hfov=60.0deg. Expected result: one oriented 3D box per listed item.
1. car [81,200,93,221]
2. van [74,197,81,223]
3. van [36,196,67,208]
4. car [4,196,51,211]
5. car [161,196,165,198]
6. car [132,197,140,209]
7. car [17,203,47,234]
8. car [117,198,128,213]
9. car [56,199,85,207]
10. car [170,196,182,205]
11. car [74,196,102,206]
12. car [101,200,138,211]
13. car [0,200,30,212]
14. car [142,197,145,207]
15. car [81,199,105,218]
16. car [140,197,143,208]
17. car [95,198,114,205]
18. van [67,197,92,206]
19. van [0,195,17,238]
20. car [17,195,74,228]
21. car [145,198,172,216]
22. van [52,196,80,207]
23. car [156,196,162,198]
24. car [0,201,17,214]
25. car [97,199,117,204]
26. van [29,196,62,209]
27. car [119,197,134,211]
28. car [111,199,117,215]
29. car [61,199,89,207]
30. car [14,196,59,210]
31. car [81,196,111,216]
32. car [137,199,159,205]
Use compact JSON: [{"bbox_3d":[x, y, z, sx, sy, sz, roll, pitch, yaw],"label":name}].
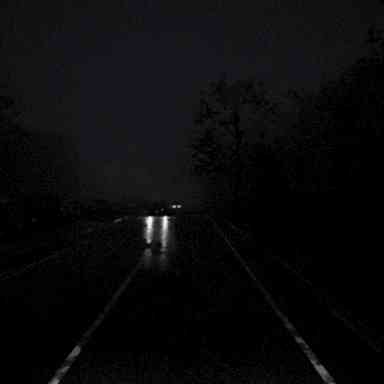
[{"bbox_3d":[-10.316,1.568,25.121,4.674,1.452,2.002,0,-1,0],"label":"car"},{"bbox_3d":[-10.198,1.264,22.349,4.442,1.987,1.878,0,-1,0],"label":"van"},{"bbox_3d":[-23.497,1.716,55.738,4.442,1.987,1.878,0,-1,0],"label":"van"},{"bbox_3d":[-23.356,1.578,47.429,5.566,2.045,2.435,0,-1,0],"label":"car"},{"bbox_3d":[-10.317,2.224,83.409,5.566,2.045,2.435,0,-1,0],"label":"car"},{"bbox_3d":[-10.120,1.788,44.553,5.366,1.575,1.946,0,-1,0],"label":"car"},{"bbox_3d":[-10.347,1.474,16.819,4.792,1.488,2.163,0,0,0],"label":"car"},{"bbox_3d":[-10.124,1.675,36.225,5.366,1.575,1.946,0,-1,0],"label":"car"},{"bbox_3d":[-23.406,2.093,64.041,4.792,1.488,2.163,0,-1,0],"label":"car"},{"bbox_3d":[-3.396,2.204,75.453,2.128,1.511,4.902,0,-1,0],"label":"car"},{"bbox_3d":[-23.401,2.039,75.119,5.566,2.045,2.435,0,-1,0],"label":"car"},{"bbox_3d":[-10.275,1.858,47.329,4.792,1.488,2.163,0,-1,0],"label":"car"},{"bbox_3d":[-23.381,1.754,41.885,5.008,1.535,2.097,0,-1,0],"label":"car"},{"bbox_3d":[-10.273,1.934,52.880,4.792,1.488,2.163,0,-1,0],"label":"car"},{"bbox_3d":[-10.307,1.565,27.897,5.008,1.535,2.097,0,-1,0],"label":"car"},{"bbox_3d":[-10.274,1.896,50.105,4.792,1.488,2.163,0,-1,0],"label":"car"},{"bbox_3d":[-23.398,2.470,88.838,4.553,1.767,2.185,0,-1,0],"label":"car"},{"bbox_3d":[-23.491,1.941,69.456,4.442,1.987,1.878,0,-1,0],"label":"van"},{"bbox_3d":[-10.202,1.225,14.036,4.442,1.987,1.878,0,0,0],"label":"van"},{"bbox_3d":[-10.344,1.201,19.573,5.566,2.045,2.435,0,-1,0],"label":"car"},{"bbox_3d":[-3.367,1.657,34.134,1.837,1.490,4.892,0,-1,0],"label":"car"},{"bbox_3d":[-23.270,1.794,61.294,4.442,1.987,1.878,0,-1,0],"label":"van"},{"bbox_3d":[-10.107,2.287,75.076,5.366,1.575,1.946,0,-1,0],"label":"car"},{"bbox_3d":[-23.390,1.755,38.990,4.674,1.452,2.002,0,-1,0],"label":"car"},{"bbox_3d":[-23.360,2.657,91.606,5.008,1.535,2.097,0,-1,0],"label":"car"},{"bbox_3d":[-23.265,1.679,52.968,4.442,1.987,1.878,0,-1,0],"label":"van"},{"bbox_3d":[-10.313,1.754,41.777,4.892,1.521,2.231,0,-1,0],"label":"car"},{"bbox_3d":[-10.279,1.515,33.451,4.553,1.767,2.185,0,-1,0],"label":"car"},{"bbox_3d":[-23.405,2.141,66.680,4.792,1.488,2.163,0,-1,0],"label":"car"},{"bbox_3d":[-23.355,1.616,50.199,5.566,2.045,2.435,0,-1,0],"label":"car"},{"bbox_3d":[-10.280,1.477,30.675,4.553,1.767,2.185,0,-1,0],"label":"car"},{"bbox_3d":[-10.298,2.353,77.851,4.892,1.521,2.231,0,-1,0],"label":"car"}]
